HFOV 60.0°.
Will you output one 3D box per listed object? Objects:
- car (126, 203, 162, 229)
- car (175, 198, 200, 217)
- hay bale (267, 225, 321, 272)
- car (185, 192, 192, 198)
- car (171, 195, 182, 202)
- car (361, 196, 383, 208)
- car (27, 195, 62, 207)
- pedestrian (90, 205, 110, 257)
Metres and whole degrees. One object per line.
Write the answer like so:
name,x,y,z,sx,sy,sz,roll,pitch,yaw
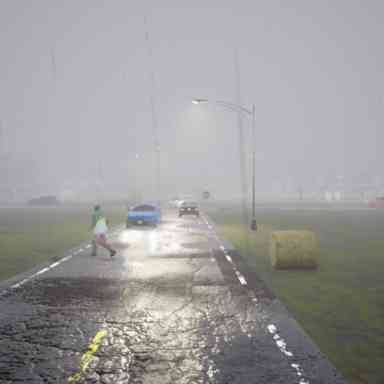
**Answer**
car,-3.088,1.474,22.064,1.882,1.535,5.008,0,1,-1
car,-0.260,1.540,31.088,2.033,1.411,5.357,0,0,0
hay bale,3.016,1.654,9.972,1.220,1.180,1.240,0,0,-1
car,-1.041,1.480,93.220,2.033,1.411,5.357,0,0,-1
car,-3.587,1.466,75.034,1.837,1.490,4.892,0,0,-1
car,27.340,1.439,48.836,4.553,1.767,2.097,0,0,0
car,-21.596,1.272,48.648,4.553,1.767,2.097,0,0,0
pedestrian,-3.156,1.292,11.410,0.375,1.860,0.375,0,0,3
